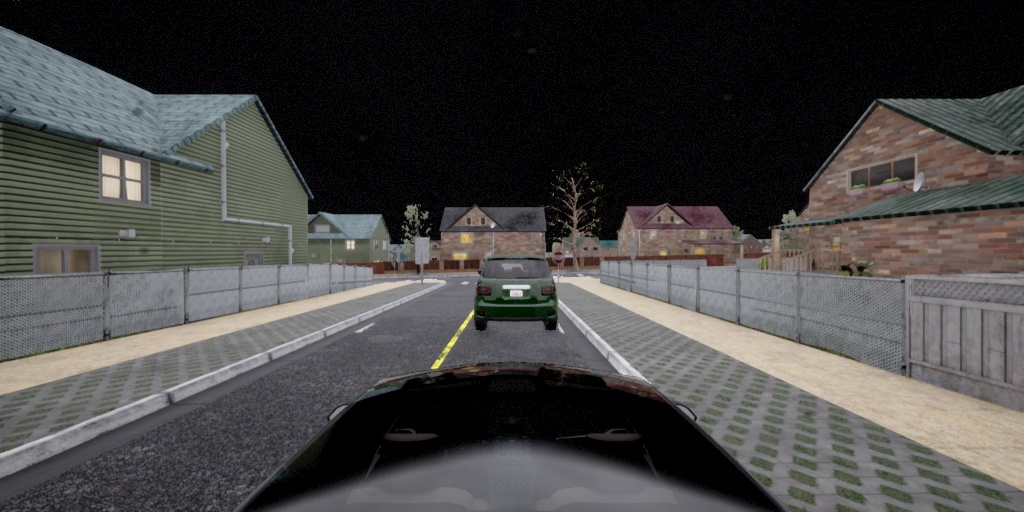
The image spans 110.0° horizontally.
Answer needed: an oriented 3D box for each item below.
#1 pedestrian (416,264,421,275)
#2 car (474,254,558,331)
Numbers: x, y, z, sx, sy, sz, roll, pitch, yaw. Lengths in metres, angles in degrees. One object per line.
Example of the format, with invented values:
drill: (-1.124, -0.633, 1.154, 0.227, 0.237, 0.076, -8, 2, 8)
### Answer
pedestrian: (-9.664, 1.028, 36.956, 0.375, 1.860, 0.375, 0, 2, 0)
car: (0.093, 0.971, 11.067, 2.150, 2.045, 5.566, 0, 0, 0)
